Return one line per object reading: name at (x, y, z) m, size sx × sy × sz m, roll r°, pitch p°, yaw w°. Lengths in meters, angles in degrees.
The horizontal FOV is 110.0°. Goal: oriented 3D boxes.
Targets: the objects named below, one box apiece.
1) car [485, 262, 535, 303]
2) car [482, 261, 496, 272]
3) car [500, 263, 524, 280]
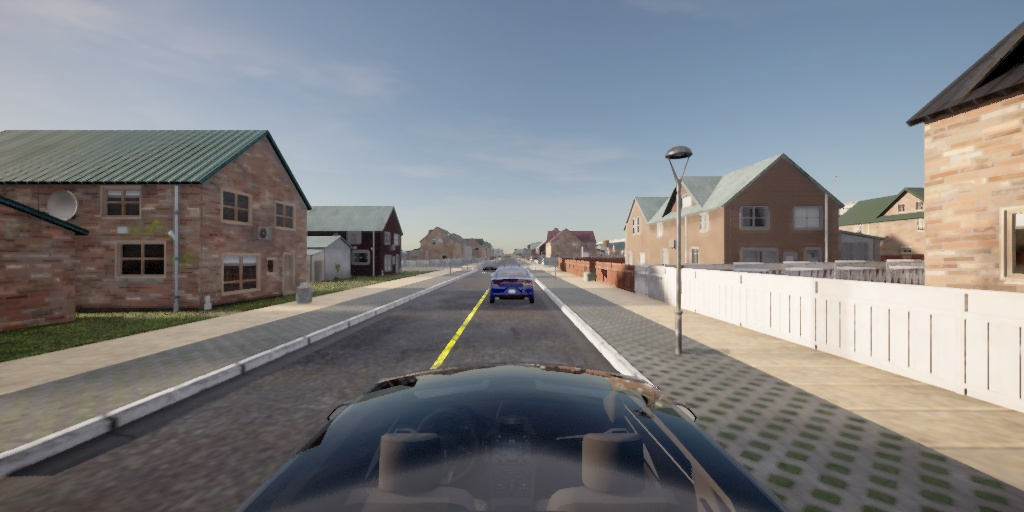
car at (0.000, 1.231, 16.499) m, size 1.882 × 1.535 × 5.008 m, roll 0°, pitch 0°, yaw 0°
car at (-2.750, 1.327, 46.500) m, size 2.033 × 1.411 × 5.357 m, roll 0°, pitch 0°, yaw 0°
car at (0.000, 1.311, 31.499) m, size 1.994 × 1.385 × 4.181 m, roll 0°, pitch 0°, yaw 0°
